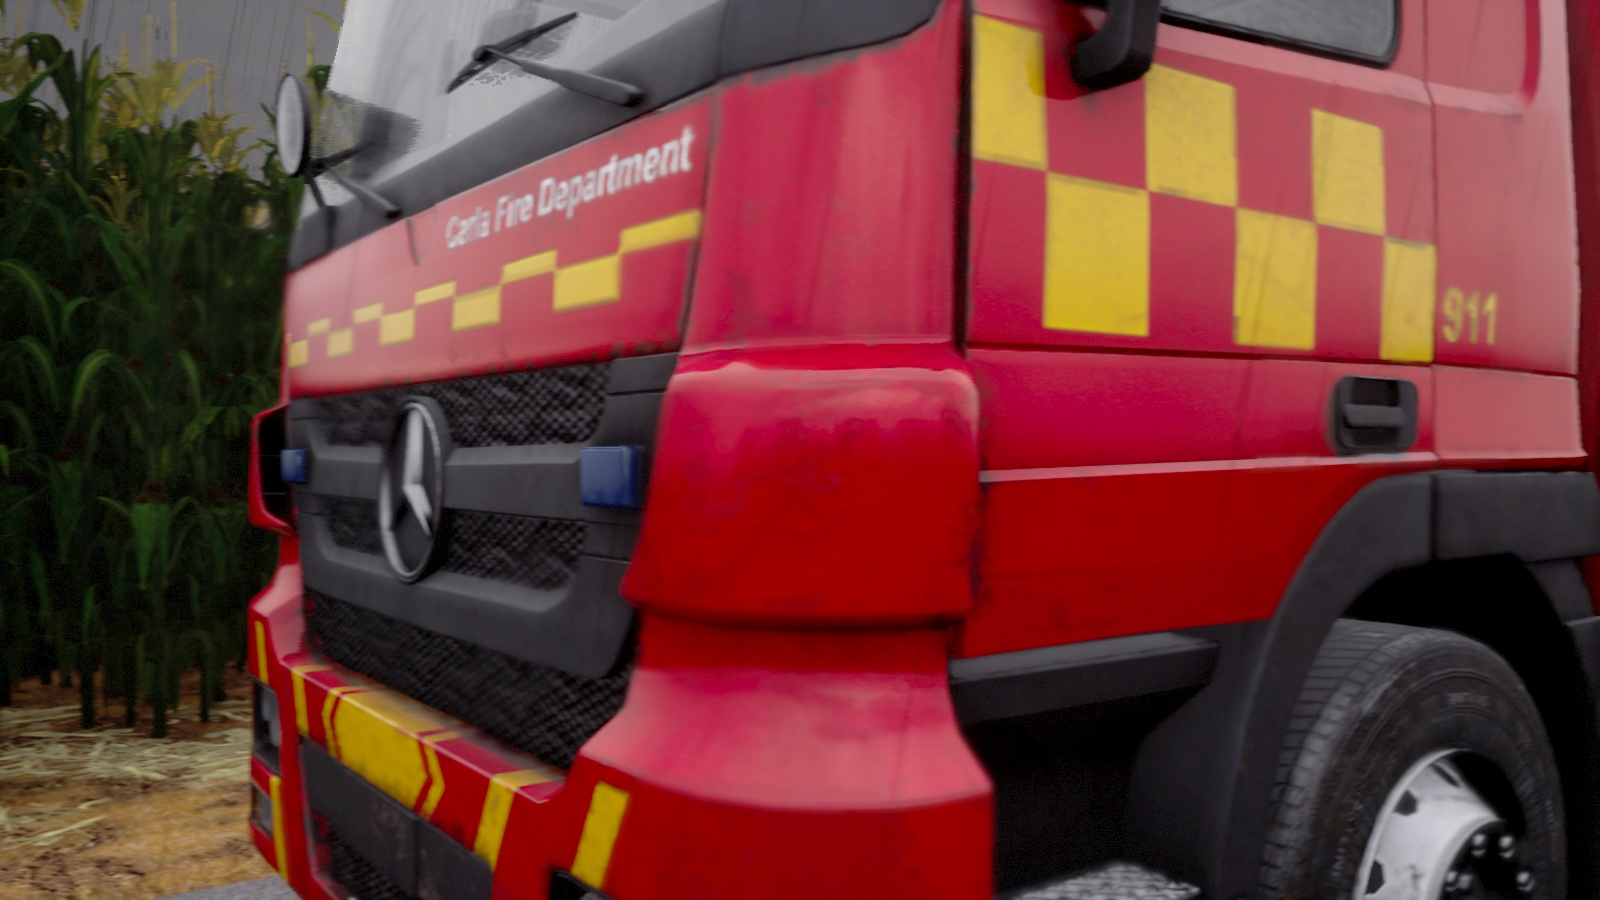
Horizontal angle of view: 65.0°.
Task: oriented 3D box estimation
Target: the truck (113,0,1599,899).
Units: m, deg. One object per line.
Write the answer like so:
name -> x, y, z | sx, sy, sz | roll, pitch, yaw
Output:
truck -> 2.315, -0.412, 4.899 | 8.468, 3.827, 2.891 | 0, 0, -36
